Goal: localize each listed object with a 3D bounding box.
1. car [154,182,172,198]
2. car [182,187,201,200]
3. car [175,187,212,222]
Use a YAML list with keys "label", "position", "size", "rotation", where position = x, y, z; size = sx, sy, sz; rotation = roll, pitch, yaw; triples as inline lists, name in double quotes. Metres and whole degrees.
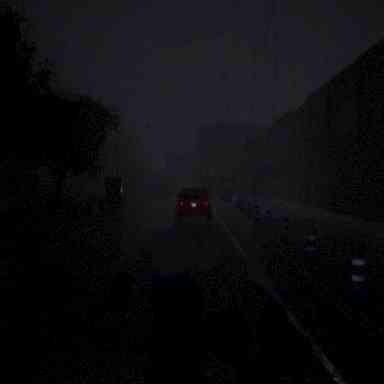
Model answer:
- label: "car"
  position: [-3.924, -0.270, 44.931]
  size: [2.150, 2.045, 5.566]
  rotation: [0, 3, -8]
- label: "car"
  position: [-0.105, 0.144, 41.369]
  size: [2.128, 1.511, 4.902]
  rotation: [0, 2, -3]
- label: "car"
  position: [0.101, 0.694, 21.547]
  size: [2.150, 2.045, 5.566]
  rotation: [0, 3, 0]
